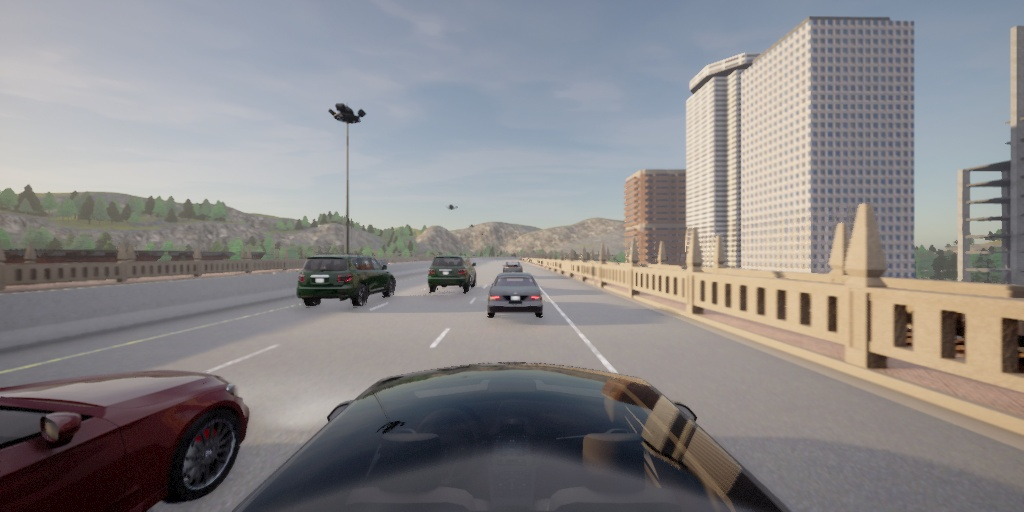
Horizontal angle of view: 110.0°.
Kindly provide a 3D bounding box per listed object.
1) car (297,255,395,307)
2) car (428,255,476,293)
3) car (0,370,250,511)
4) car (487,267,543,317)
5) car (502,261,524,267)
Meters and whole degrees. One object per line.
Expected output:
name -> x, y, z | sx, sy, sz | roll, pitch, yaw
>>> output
car -> -6.902, 0.971, 15.561 | 2.150, 2.045, 5.566 | 0, 0, 0
car -> -3.402, 0.971, 21.113 | 2.150, 2.045, 5.566 | 0, 0, 0
car -> -3.414, 1.276, 1.457 | 1.812, 1.442, 4.674 | 0, 0, 0
car -> 0.098, 1.297, 13.142 | 2.033, 1.411, 5.357 | 0, 0, 0
car -> 0.061, 1.241, 34.500 | 2.128, 1.511, 4.902 | 0, 0, -1
